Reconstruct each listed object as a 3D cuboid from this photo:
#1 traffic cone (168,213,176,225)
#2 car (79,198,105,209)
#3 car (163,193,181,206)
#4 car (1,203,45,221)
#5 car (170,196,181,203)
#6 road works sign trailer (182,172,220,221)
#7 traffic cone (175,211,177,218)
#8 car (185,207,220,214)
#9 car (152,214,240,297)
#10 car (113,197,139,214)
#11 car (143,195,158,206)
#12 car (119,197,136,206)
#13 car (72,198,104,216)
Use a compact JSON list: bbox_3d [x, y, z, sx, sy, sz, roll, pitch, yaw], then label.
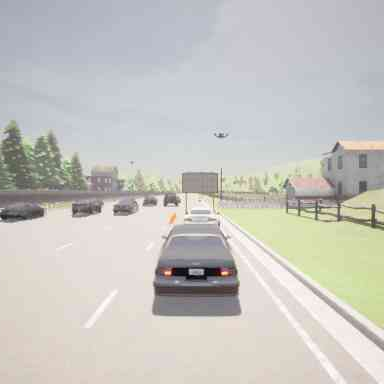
[{"bbox_3d":[-1.461,1.955,23.116,0.340,0.580,0.340,0,0,0],"label":"traffic cone"},{"bbox_3d":[-13.844,1.547,46.344,2.033,1.411,5.357,0,0,0],"label":"car"},{"bbox_3d":[-3.339,1.221,53.296,2.150,2.045,5.566,0,0,0],"label":"car"},{"bbox_3d":[-13.868,1.564,27.581,1.994,1.385,4.181,0,0,0],"label":"car"},{"bbox_3d":[-3.322,1.564,68.511,1.994,1.385,4.181,0,0,0],"label":"car"},{"bbox_3d":[0.512,0.464,22.040,2.380,3.560,2.880,0,0,-4],"label":"road works sign trailer"},{"bbox_3d":[-1.459,1.955,25.116,0.340,0.580,0.340,0,0,0],"label":"traffic cone"},{"bbox_3d":[0.573,1.538,18.427,1.812,1.442,4.674,0,-1,5],"label":"car"},{"bbox_3d":[0.107,1.547,8.760,2.033,1.411,5.357,0,0,1],"label":"car"},{"bbox_3d":[-6.860,1.547,34.795,2.033,1.411,5.357,0,0,0],"label":"car"},{"bbox_3d":[-6.834,1.355,55.543,2.097,1.767,4.553,0,0,0],"label":"car"},{"bbox_3d":[-10.339,1.526,53.905,1.812,1.442,4.674,0,0,0],"label":"car"},{"bbox_3d":[-10.362,1.492,33.091,2.128,1.511,4.902,0,0,0],"label":"car"}]
